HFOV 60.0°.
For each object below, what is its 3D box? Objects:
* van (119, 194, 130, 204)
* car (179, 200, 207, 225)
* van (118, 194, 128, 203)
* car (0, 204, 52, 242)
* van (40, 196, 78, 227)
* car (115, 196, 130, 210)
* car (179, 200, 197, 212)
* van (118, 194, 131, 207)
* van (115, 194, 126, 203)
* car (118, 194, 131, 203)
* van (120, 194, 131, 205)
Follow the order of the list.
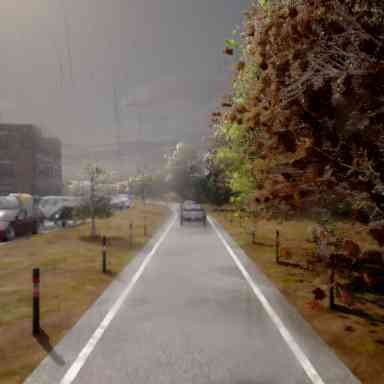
[{"bbox_3d":[-14.517,1.538,71.489,1.878,1.987,4.442,1,-2,-16],"label":"van"},{"bbox_3d":[0.088,1.603,24.859,2.128,1.511,4.902,0,-1,0],"label":"car"},{"bbox_3d":[-16.045,1.593,76.867,1.878,1.987,4.442,1,-2,-16],"label":"van"},{"bbox_3d":[-9.083,1.530,16.383,2.163,1.488,4.792,0,-1,-2],"label":"car"},{"bbox_3d":[-9.095,1.305,22.897,1.878,1.987,4.442,0,-1,-3],"label":"van"},{"bbox_3d":[-9.879,1.664,44.083,2.002,1.452,4.674,1,-1,-5],"label":"car"},{"bbox_3d":[-0.565,1.732,41.652,1.994,1.385,4.181,0,0,-4],"label":"car"},{"bbox_3d":[-11.117,1.436,55.078,1.878,1.987,4.442,1,-2,-10],"label":"van"},{"bbox_3d":[-17.759,1.659,82.192,1.878,1.987,4.442,2,-2,-21],"label":"van"},{"bbox_3d":[-10.404,1.392,49.622,2.435,2.045,5.566,1,-1,-9],"label":"car"},{"bbox_3d":[-13.167,1.493,66.074,1.878,1.987,4.442,1,-2,-15],"label":"van"}]
